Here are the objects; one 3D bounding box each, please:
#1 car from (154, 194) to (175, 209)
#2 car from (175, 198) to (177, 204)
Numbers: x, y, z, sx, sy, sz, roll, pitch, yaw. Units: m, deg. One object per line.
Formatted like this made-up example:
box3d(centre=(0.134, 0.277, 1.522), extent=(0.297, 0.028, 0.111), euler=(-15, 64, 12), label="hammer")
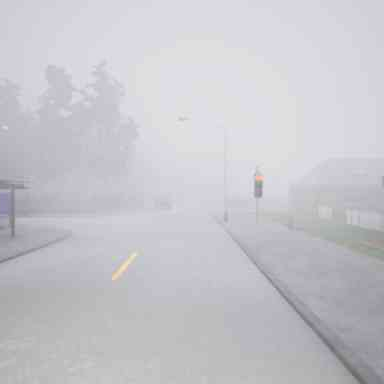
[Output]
box3d(centre=(-4.065, 1.326, 47.148), extent=(2.150, 2.045, 5.566), euler=(0, 0, 0), label="car")
box3d(centre=(-3.984, 1.661, 65.568), extent=(1.837, 1.490, 4.892), euler=(0, 0, 0), label="car")
